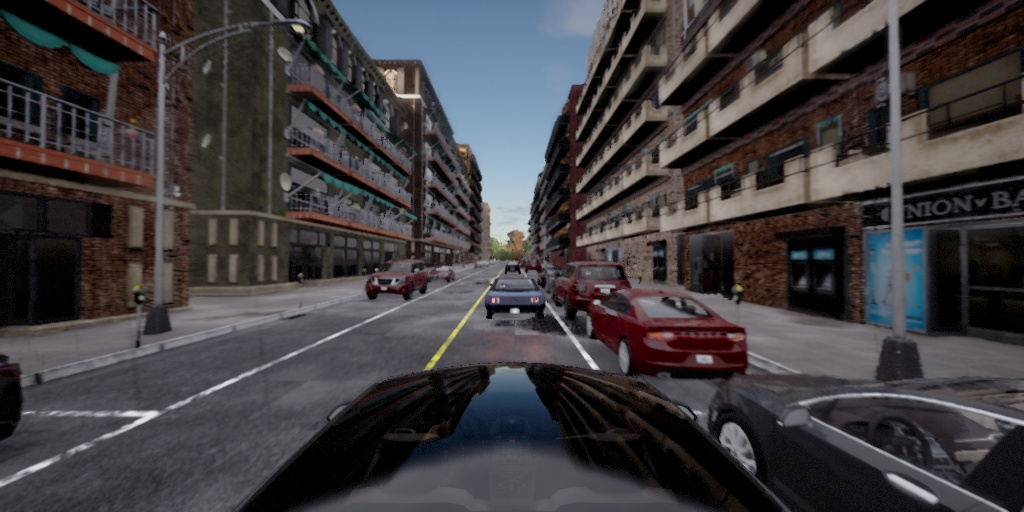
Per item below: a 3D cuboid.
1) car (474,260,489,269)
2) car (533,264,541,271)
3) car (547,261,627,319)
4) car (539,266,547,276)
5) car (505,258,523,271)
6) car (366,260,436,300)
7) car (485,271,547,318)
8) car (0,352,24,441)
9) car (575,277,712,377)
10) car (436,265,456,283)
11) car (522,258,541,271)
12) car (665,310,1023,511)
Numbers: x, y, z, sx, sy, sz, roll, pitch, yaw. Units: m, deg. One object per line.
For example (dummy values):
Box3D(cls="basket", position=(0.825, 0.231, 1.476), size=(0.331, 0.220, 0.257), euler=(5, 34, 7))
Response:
Box3D(cls="car", position=(-5.708, 1.534, 62.961), size=(2.007, 1.370, 4.403), euler=(0, 0, 0))
Box3D(cls="car", position=(2.685, 1.398, 23.956), size=(1.948, 1.339, 4.313), euler=(0, 0, 0))
Box3D(cls="car", position=(2.688, 1.105, 12.819), size=(2.192, 1.841, 5.009), euler=(0, 0, 0))
Box3D(cls="car", position=(2.686, 1.362, 18.388), size=(2.007, 1.370, 4.403), euler=(0, 0, 0))
Box3D(cls="car", position=(0.087, 1.391, 45.140), size=(1.882, 1.535, 5.008), euler=(0, 0, 0))
Box3D(cls="car", position=(-5.694, 1.127, 18.418), size=(2.192, 1.841, 5.009), euler=(0, 0, 0))
Box3D(cls="car", position=(0.095, 1.393, 13.175), size=(1.895, 1.301, 4.718), euler=(0, 0, 0))
Box3D(cls="car", position=(-5.689, 1.316, 1.715), size=(1.948, 1.339, 4.313), euler=(0, 0, 0))
Box3D(cls="car", position=(2.690, 1.315, 7.252), size=(1.888, 1.381, 4.507), euler=(0, 0, 0))
Box3D(cls="car", position=(-5.698, 1.436, 29.554), size=(1.802, 1.307, 4.207), euler=(0, 0, 0))
Box3D(cls="car", position=(2.677, 1.232, 46.227), size=(2.192, 1.841, 5.009), euler=(0, 0, 0))
Box3D(cls="car", position=(2.692, 1.300, 1.684), size=(2.007, 1.370, 4.403), euler=(0, 0, 0))
